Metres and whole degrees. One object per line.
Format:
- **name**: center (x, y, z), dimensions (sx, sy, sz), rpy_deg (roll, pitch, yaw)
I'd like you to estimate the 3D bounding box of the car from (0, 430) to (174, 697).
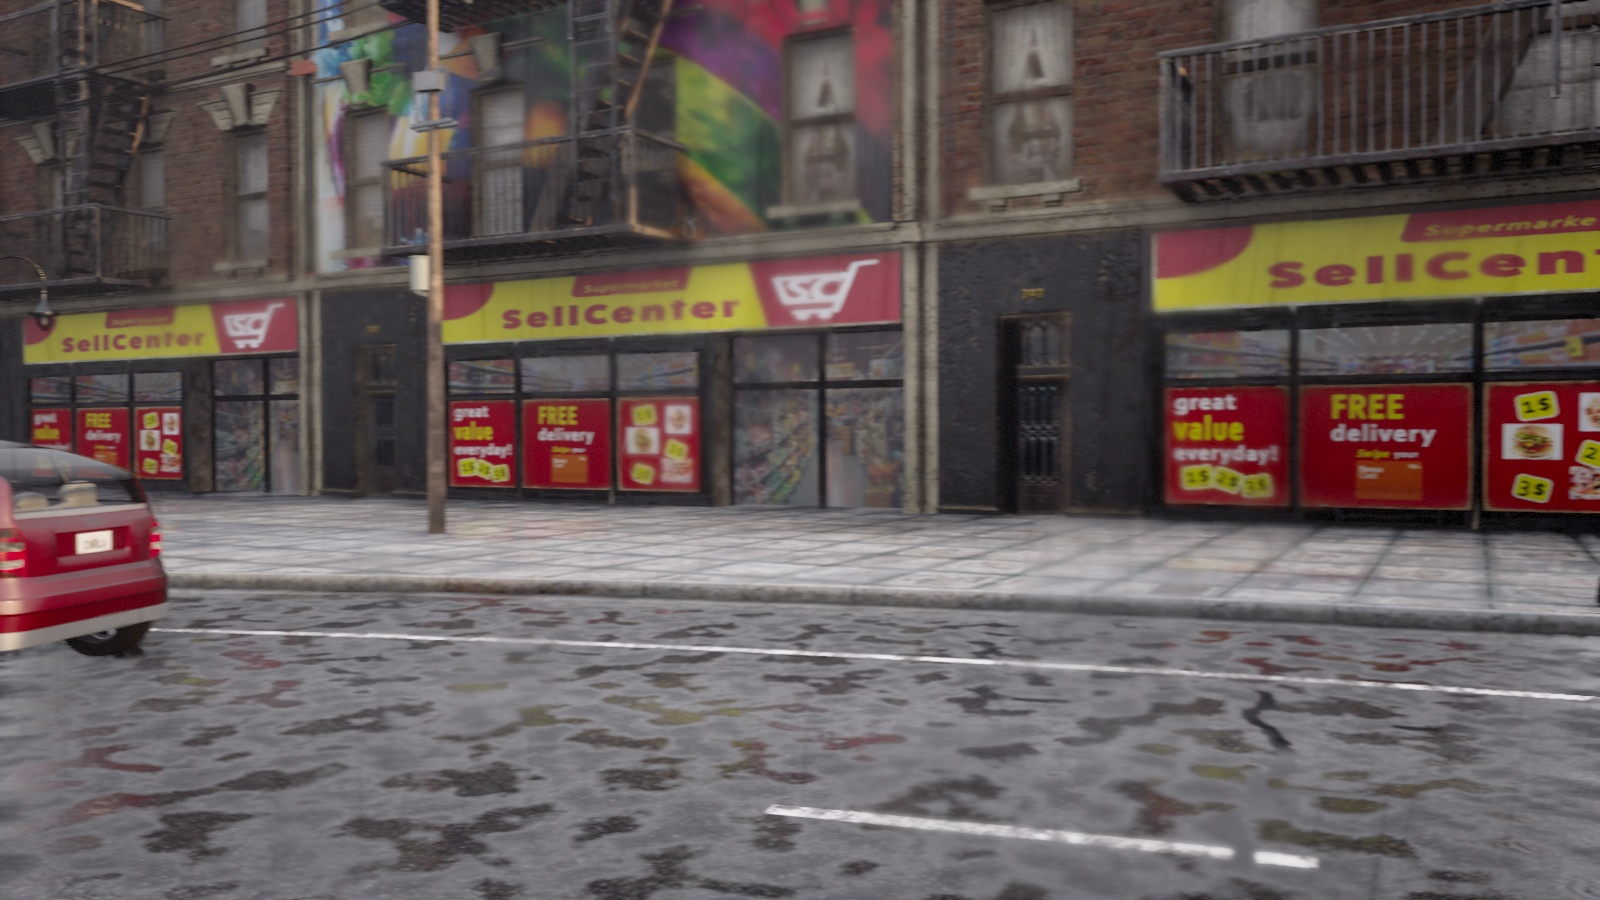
- **car**: center (-6.389, 0.642, 8.271), dimensions (3.705, 1.549, 1.789), rpy_deg (0, 1, 9)
